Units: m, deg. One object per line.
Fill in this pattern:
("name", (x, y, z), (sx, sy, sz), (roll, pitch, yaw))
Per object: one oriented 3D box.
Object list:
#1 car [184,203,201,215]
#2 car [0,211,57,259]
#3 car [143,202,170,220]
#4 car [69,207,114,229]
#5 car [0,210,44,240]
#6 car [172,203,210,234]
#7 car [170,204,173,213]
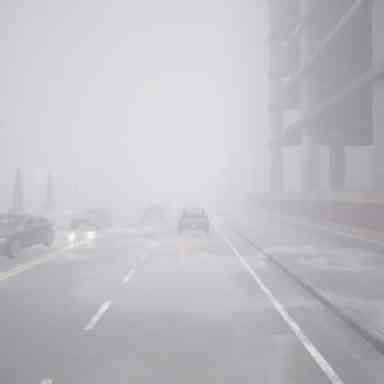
("car", (0.076, 1.998, 40.740), (1.895, 1.301, 4.718), (0, -1, 0))
("car", (-7.075, 1.621, 13.219), (2.128, 1.511, 4.902), (0, -1, 0))
("car", (-3.483, 1.814, 31.657), (1.837, 1.490, 4.892), (0, 0, 0))
("car", (-7.003, 1.780, 23.783), (2.033, 1.411, 5.357), (0, -1, 0))
("car", (-10.533, 1.788, 19.160), (1.895, 1.301, 4.718), (0, -1, 1))
("car", (0.097, 1.692, 20.566), (2.128, 1.511, 4.902), (0, -1, 0))
("car", (-3.542, 1.968, 43.185), (2.033, 1.411, 5.357), (0, -1, -1))
